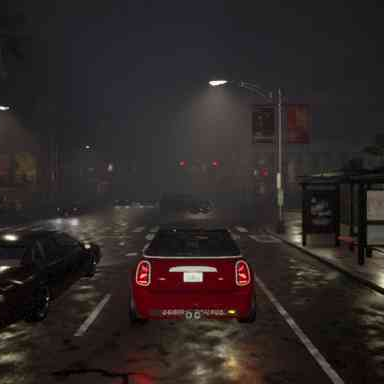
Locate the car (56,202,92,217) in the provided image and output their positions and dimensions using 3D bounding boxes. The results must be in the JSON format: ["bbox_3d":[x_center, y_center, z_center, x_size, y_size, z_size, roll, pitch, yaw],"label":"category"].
[{"bbox_3d":[-10.924,1.601,31.104,1.895,1.301,4.718,0,0,-1],"label":"car"}]

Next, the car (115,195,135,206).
[{"bbox_3d":[-11.172,1.350,54.631,2.097,1.767,4.553,0,0,0],"label":"car"}]

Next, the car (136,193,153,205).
[{"bbox_3d":[-7.703,1.224,57.372,2.150,2.045,5.566,0,0,0],"label":"car"}]

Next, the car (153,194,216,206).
[{"bbox_3d":[-0.784,1.221,33.520,5.566,2.045,2.150,0,1,32],"label":"car"}]

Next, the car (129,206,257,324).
[{"bbox_3d":[0.006,1.352,7.336,2.097,1.767,4.553,0,0,0],"label":"car"}]

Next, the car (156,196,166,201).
[{"bbox_3d":[-7.765,1.595,84.540,1.895,1.301,4.718,0,0,3],"label":"car"}]

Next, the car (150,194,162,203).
[{"bbox_3d":[-7.779,1.355,72.008,2.097,1.767,4.553,0,0,-1],"label":"car"}]

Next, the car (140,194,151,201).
[{"bbox_3d":[-11.361,1.355,82.150,2.097,1.767,4.553,0,0,0],"label":"car"}]

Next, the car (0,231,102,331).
[{"bbox_3d":[-3.493,1.547,7.129,2.033,1.411,5.357,0,0,0],"label":"car"}]
